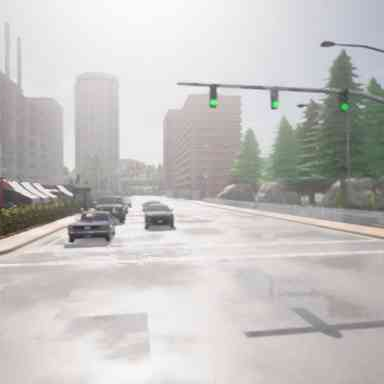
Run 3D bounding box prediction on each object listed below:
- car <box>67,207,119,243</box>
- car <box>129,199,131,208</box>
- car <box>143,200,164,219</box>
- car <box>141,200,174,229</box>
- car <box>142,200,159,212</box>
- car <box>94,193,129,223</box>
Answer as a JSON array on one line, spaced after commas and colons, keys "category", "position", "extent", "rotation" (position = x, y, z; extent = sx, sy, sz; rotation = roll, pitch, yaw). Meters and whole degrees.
[{"category": "car", "position": [-4.961, 1.675, 16.913], "extent": [1.895, 1.301, 4.718], "rotation": [-1, 0, -9]}, {"category": "car", "position": [-8.158, 1.667, 37.321], "extent": [1.812, 1.442, 4.674], "rotation": [-1, 0, -9]}, {"category": "car", "position": [-3.741, 1.595, 31.761], "extent": [1.837, 1.490, 4.892], "rotation": [-1, 0, -9]}, {"category": "car", "position": [-2.323, 1.538, 22.723], "extent": [1.882, 1.535, 5.008], "rotation": [-1, 0, -9]}, {"category": "car", "position": [-5.292, 1.687, 41.684], "extent": [1.994, 1.385, 4.181], "rotation": [-1, 0, -9]}, {"category": "car", "position": [-6.474, 1.327, 26.559], "extent": [2.150, 2.045, 5.566], "rotation": [-1, 0, -9]}]
